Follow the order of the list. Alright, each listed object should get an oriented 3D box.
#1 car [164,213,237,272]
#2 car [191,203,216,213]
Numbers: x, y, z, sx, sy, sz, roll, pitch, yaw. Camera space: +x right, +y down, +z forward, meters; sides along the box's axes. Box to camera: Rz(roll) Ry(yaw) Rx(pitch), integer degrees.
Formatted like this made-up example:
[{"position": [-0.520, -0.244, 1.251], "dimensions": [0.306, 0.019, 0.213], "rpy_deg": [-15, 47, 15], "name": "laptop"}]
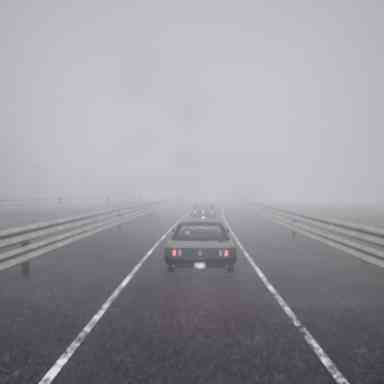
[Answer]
[{"position": [0.275, 1.581, 10.706], "dimensions": [1.895, 1.301, 4.718], "rpy_deg": [0, 0, 2], "name": "car"}, {"position": [0.973, 1.552, 26.464], "dimensions": [1.895, 1.301, 4.718], "rpy_deg": [0, 0, 4], "name": "car"}]
